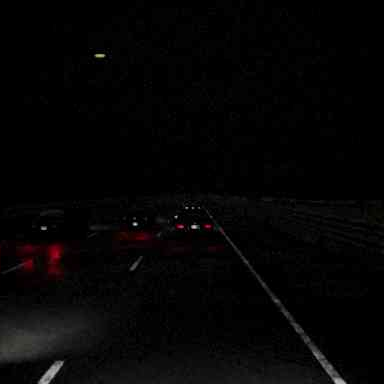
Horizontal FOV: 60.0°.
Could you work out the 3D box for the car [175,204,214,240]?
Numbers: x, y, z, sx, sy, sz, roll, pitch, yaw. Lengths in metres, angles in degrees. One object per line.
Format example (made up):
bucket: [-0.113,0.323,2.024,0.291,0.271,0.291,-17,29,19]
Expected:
car: [0.096,1.568,16.972,2.033,1.411,5.357,0,0,0]

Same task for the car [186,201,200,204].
car: [0.093,1.603,34.594,2.033,1.411,5.357,0,0,0]

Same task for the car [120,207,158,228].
car: [-3.408,1.632,22.231,1.895,1.301,4.718,0,0,0]

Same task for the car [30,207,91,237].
car: [-6.913,1.517,17.822,1.812,1.442,4.674,0,0,0]
